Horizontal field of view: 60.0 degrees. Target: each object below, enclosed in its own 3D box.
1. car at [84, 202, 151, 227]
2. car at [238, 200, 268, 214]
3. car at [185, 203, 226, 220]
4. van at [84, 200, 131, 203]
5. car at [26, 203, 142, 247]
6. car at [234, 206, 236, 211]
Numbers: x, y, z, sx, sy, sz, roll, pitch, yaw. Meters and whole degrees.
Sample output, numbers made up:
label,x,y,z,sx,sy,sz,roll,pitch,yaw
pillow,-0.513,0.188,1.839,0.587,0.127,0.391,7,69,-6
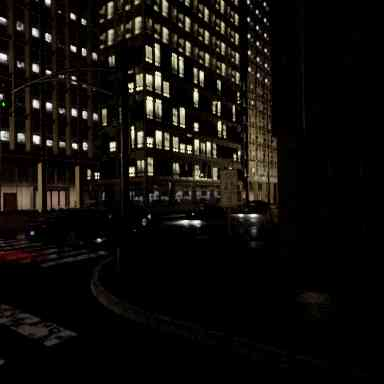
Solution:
label,x,y,z,sx,sy,sz,roll,pitch,yaw
car,-4.623,1.571,20.947,1.837,1.490,4.892,-1,-1,33
car,7.132,1.631,37.240,1.812,1.442,4.674,-1,-1,36
car,1.236,1.649,29.051,1.994,1.385,4.181,-1,-1,36
van,-5.966,1.460,23.481,1.690,1.788,3.998,-2,-1,36
car,-4.843,1.469,15.098,1.882,1.535,5.008,-1,-1,36
car,6.892,1.688,41.374,1.752,1.417,4.829,-2,-1,36
